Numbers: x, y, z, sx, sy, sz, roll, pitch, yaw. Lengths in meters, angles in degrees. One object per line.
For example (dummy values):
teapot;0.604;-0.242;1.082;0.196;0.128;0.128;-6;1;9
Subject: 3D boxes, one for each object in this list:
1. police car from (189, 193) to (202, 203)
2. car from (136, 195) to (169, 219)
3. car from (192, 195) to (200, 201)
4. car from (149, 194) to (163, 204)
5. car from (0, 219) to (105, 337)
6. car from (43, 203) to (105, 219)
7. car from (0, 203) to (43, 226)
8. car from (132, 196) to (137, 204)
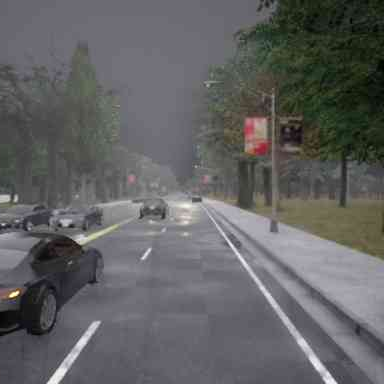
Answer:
police car;0.967;1.343;64.649;1.930;1.638;5.238;0;0;0
car;-3.142;1.278;28.461;2.097;1.767;4.553;0;0;0
car;0.896;1.428;80.559;1.882;1.535;5.008;0;0;0
car;-6.530;1.266;61.256;2.097;1.767;4.553;0;0;0
car;-3.149;1.502;6.509;1.812;1.442;4.674;0;0;0
car;-6.591;1.433;19.788;2.128;1.511;4.902;0;0;0
car;-9.841;1.446;19.787;1.837;1.490;4.892;0;0;0
car;-9.768;1.461;61.175;2.033;1.411;5.357;0;0;0
